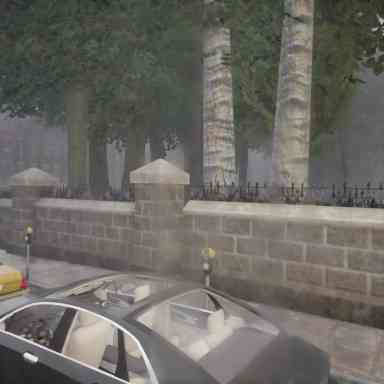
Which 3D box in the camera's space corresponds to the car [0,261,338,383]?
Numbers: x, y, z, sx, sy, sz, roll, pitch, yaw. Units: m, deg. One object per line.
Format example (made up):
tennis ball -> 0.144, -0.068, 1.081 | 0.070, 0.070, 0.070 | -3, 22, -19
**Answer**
car -> -0.865, 1.550, 3.412 | 4.403, 1.369, 2.008 | 0, 1, 36
